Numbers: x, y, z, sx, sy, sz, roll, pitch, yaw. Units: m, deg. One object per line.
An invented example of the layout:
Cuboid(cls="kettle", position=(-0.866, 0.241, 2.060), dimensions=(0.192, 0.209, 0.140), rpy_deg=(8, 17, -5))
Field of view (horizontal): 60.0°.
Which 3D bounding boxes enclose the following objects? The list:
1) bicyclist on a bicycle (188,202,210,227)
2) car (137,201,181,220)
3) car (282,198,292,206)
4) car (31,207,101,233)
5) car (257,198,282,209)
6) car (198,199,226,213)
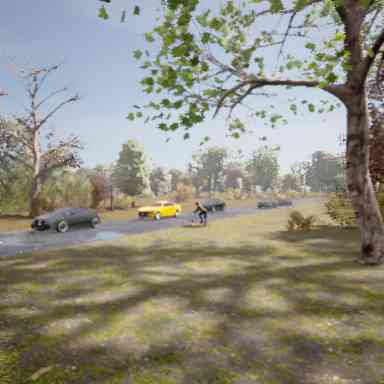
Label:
Cuboid(cls="bicyclist on a bicycle", position=(0.472, 1.498, 21.982), dimensions=(1.656, 1.620, 0.582), rpy_deg=(0, 0, 28))
Cuboid(cls="car", position=(-2.835, 1.554, 29.256), dimensions=(1.882, 1.535, 5.008), rpy_deg=(0, 0, 28))
Cuboid(cls="car", position=(16.084, 1.676, 57.832), dimensions=(1.994, 1.385, 4.181), rpy_deg=(0, 0, 28))
Cuboid(cls="car", position=(-7.592, 1.623, 20.374), dimensions=(1.994, 1.385, 4.181), rpy_deg=(0, 0, 28))
Cuboid(cls="car", position=(10.993, 1.647, 48.311), dimensions=(2.033, 1.411, 5.357), rpy_deg=(0, 0, 28))
Cuboid(cls="car", position=(2.408, 1.572, 39.021), dimensions=(1.882, 1.535, 5.008), rpy_deg=(0, 0, 28))
